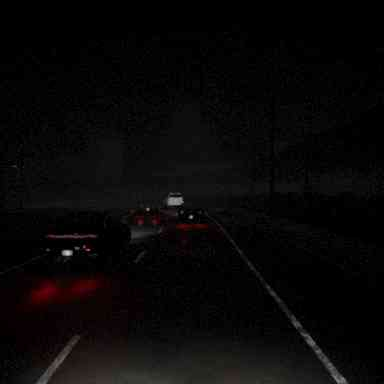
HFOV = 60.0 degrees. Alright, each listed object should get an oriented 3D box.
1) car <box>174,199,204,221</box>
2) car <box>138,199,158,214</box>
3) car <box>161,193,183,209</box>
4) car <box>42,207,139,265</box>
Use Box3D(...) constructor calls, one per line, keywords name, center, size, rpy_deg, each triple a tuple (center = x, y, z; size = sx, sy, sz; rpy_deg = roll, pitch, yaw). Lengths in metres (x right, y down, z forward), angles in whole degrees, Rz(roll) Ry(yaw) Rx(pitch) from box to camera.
Box3D(name="car", center=(-0.185, 1.470, 25.664), size=(1.895, 1.301, 4.718), rpy_deg=(0, 0, -3))
Box3D(name="car", center=(-4.343, 1.381, 33.018), size=(1.812, 1.442, 4.674), rpy_deg=(0, 0, -7))
Box3D(name="car", center=(-2.585, 1.187, 43.599), size=(2.150, 2.045, 5.566), rpy_deg=(0, -1, -14))
Box3D(name="car", center=(-3.400, 1.430, 11.487), size=(2.128, 1.511, 4.902), rpy_deg=(0, 0, 0))
